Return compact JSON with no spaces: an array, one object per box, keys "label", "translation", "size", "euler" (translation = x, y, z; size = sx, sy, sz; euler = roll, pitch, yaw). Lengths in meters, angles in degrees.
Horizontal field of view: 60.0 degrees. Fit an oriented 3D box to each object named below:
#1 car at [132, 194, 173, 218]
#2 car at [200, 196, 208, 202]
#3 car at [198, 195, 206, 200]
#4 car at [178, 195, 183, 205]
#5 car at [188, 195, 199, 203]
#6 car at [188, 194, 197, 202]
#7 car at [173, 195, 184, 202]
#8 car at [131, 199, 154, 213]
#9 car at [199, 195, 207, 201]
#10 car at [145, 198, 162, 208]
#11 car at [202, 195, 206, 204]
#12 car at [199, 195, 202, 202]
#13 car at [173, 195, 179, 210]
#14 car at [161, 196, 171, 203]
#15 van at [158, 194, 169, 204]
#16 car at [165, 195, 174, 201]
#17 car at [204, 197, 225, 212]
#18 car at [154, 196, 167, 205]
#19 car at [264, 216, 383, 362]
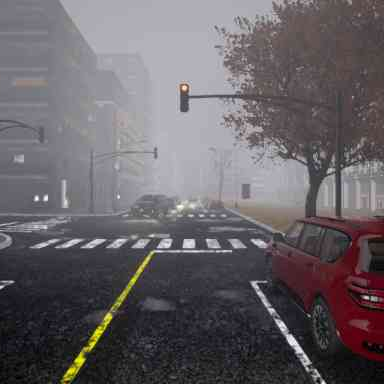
[{"label":"car","translation":[-3.751,1.229,31.078],"size":[2.150,2.045,5.566],"euler":[0,0,12]},{"label":"car","translation":[2.797,1.583,77.168],"size":[1.752,1.417,4.829],"euler":[0,0,0]},{"label":"car","translation":[2.820,1.637,93.596],"size":[2.008,1.369,4.403],"euler":[0,0,0]},{"label":"car","translation":[-2.998,1.384,57.670],"size":[2.097,1.767,4.553],"euler":[0,0,0]},{"label":"car","translation":[0.194,1.648,69.299],"size":[1.895,1.301,4.718],"euler":[0,0,0]},{"label":"car","translation":[0.111,1.416,79.366],"size":[2.097,1.767,4.553],"euler":[0,0,0]},{"label":"car","translation":[-2.899,1.452,72.217],"size":[2.033,1.411,5.357],"euler":[0,0,0]},{"label":"car","translation":[-5.636,1.563,38.280],"size":[2.008,1.369,4.403],"euler":[0,0,0]},{"label":"car","translation":[2.813,1.620,88.063],"size":[1.887,1.381,4.507],"euler":[0,0,0]},{"label":"car","translation":[-5.621,1.573,49.346],"size":[2.008,1.369,4.403],"euler":[0,0,0]},{"label":"car","translation":[2.759,1.548,49.504],"size":[1.752,1.417,4.829],"euler":[0,0,0]},{"label":"car","translation":[2.782,1.625,65.932],"size":[1.802,1.307,4.206],"euler":[0,0,0]},{"label":"car","translation":[-3.032,1.522,43.819],"size":[1.837,1.490,4.892],"euler":[0,0,0]},{"label":"car","translation":[-5.590,1.632,71.476],"size":[1.802,1.307,4.206],"euler":[0,0,0]},{"label":"van","translation":[-5.598,1.384,65.945],"size":[1.690,1.788,3.998],"euler":[0,0,0]},{"label":"car","translation":[-5.576,1.506,82.542],"size":[1.967,1.590,4.097],"euler":[0,0,0]},{"label":"car","translation":[2.744,1.557,38.269],"size":[1.887,1.381,4.507],"euler":[0,0,0]},{"label":"car","translation":[-5.606,1.476,60.412],"size":[1.967,1.590,4.097],"euler":[0,0,0]},{"label":"car","translation":[2.700,1.315,5.881],"size":[2.192,1.841,5.009],"euler":[0,0,0]}]
